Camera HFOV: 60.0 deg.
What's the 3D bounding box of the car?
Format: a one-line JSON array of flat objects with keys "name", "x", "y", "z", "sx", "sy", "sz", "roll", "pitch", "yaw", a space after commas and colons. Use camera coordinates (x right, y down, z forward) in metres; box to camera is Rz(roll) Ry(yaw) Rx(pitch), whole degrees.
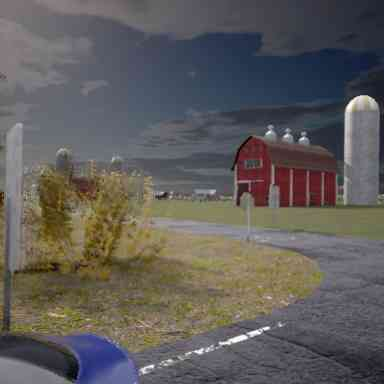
[{"name": "car", "x": -2.333, "y": 1.518, "z": 1.288, "sx": 4.674, "sy": 1.442, "sz": 1.812, "roll": 0, "pitch": 0, "yaw": -35}]
